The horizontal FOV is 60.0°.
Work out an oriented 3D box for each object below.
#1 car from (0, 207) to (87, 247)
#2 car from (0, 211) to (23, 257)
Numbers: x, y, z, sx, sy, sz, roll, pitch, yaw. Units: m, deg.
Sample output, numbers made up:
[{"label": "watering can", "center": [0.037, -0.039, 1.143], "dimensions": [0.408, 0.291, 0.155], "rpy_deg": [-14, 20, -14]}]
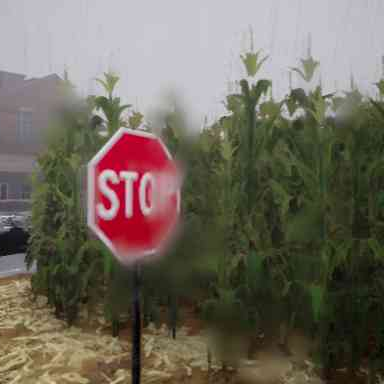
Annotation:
[{"label": "car", "center": [-7.224, 1.466, 15.252], "dimensions": [1.994, 1.385, 4.181], "rpy_deg": [0, 0, 36]}, {"label": "car", "center": [-6.108, 1.417, 10.726], "dimensions": [2.128, 1.511, 4.902], "rpy_deg": [0, 0, 25]}]
